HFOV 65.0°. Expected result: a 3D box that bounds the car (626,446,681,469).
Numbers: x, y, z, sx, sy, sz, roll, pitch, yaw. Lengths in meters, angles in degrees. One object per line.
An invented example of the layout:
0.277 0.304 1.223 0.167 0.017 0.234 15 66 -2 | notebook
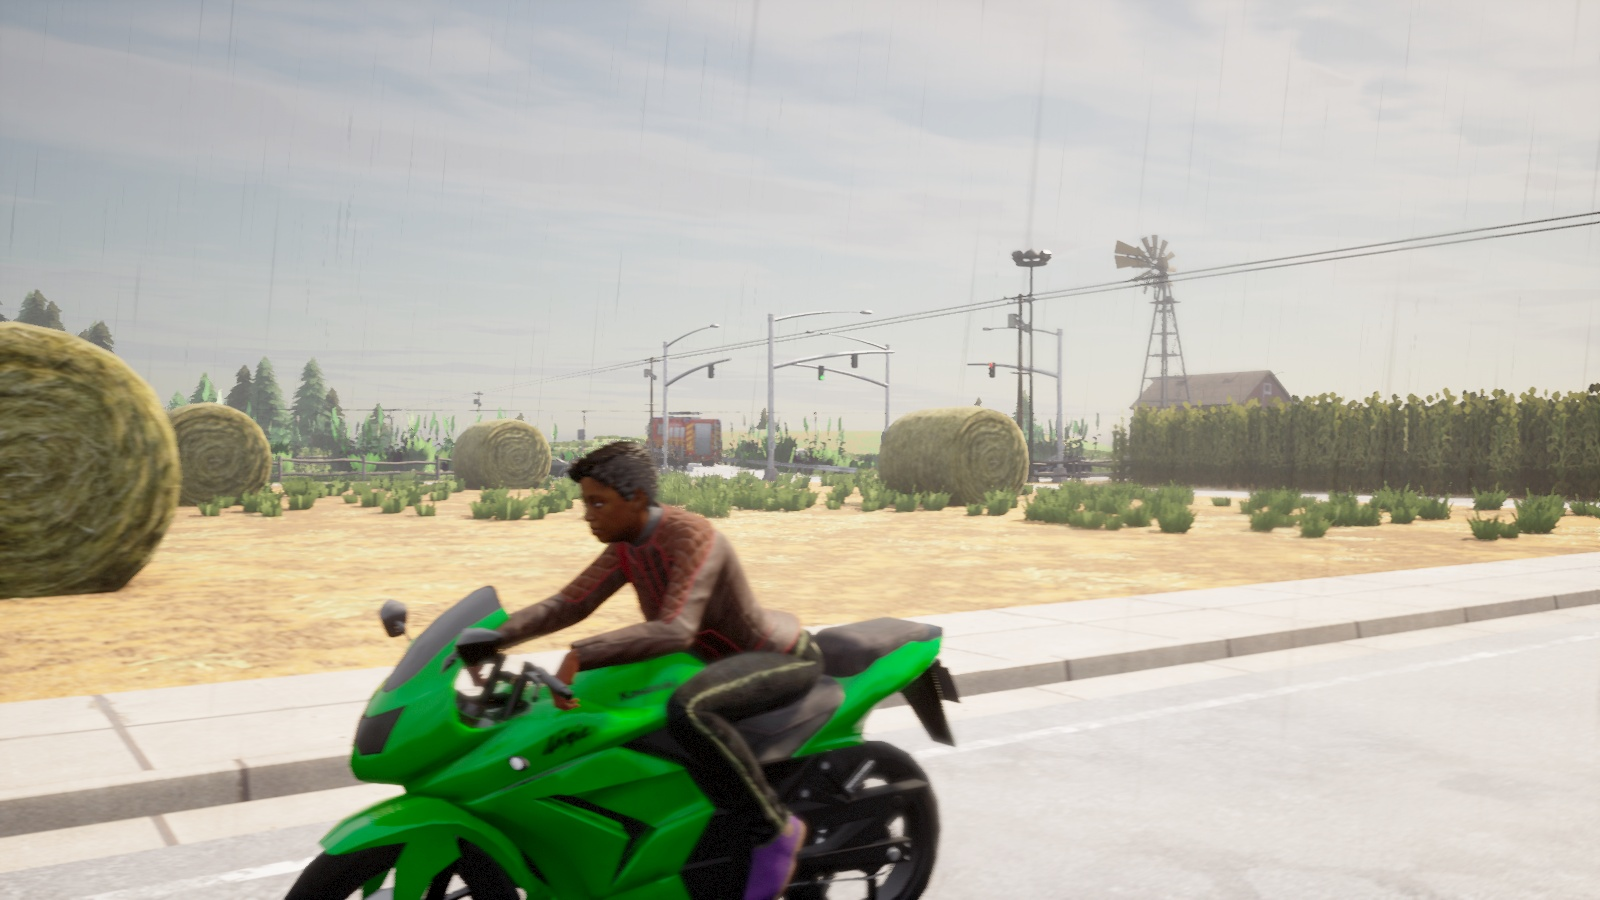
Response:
-10.214 0.486 87.413 2.033 1.411 5.357 0 2 -27 | car

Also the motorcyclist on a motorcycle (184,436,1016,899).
-0.448 0.736 3.347 2.044 1.523 0.797 0 0 -35 | motorcyclist on a motorcycle

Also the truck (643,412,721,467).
-8.764 -0.805 92.194 2.891 3.827 8.468 0 1 -26 | truck

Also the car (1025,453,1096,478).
15.937 0.940 76.780 4.193 1.474 1.816 0 0 -34 | car

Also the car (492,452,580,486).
-12.490 0.888 59.466 3.705 1.549 1.789 0 0 -31 | car
